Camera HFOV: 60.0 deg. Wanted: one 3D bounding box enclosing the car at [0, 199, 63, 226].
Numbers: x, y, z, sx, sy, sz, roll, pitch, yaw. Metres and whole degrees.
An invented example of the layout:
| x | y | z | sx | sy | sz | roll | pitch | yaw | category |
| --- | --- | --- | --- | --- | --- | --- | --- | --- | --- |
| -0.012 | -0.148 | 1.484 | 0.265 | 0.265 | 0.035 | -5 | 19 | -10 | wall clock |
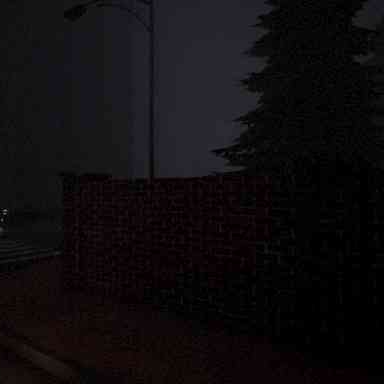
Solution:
| x | y | z | sx | sy | sz | roll | pitch | yaw | category |
| --- | --- | --- | --- | --- | --- | --- | --- | --- | --- |
| -11.446 | 1.281 | 23.175 | 2.097 | 1.767 | 4.553 | 0 | 0 | 35 | car |
